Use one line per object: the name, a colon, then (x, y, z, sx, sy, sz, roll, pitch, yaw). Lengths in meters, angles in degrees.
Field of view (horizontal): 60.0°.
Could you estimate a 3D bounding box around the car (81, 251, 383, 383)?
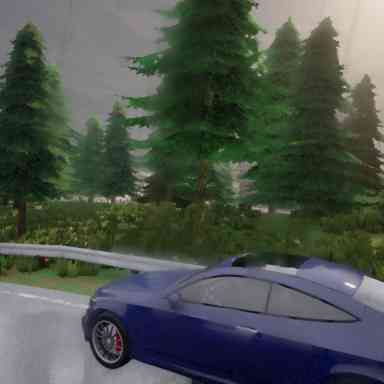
car: (0.734, 1.500, 4.111, 4.674, 1.442, 1.812, 1, 1, 31)
